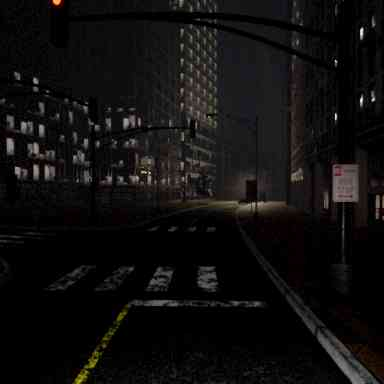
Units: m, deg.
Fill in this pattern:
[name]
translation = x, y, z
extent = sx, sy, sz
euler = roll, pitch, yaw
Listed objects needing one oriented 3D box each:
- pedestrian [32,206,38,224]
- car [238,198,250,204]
[pedestrian]
translation = -9.376, 1.343, 19.873
extent = 0.500, 1.100, 0.500
euler = 0, 0, 17
[car]
translation = 10.896, 1.856, 68.988
extent = 1.895, 1.301, 4.718
euler = 0, 0, 18
